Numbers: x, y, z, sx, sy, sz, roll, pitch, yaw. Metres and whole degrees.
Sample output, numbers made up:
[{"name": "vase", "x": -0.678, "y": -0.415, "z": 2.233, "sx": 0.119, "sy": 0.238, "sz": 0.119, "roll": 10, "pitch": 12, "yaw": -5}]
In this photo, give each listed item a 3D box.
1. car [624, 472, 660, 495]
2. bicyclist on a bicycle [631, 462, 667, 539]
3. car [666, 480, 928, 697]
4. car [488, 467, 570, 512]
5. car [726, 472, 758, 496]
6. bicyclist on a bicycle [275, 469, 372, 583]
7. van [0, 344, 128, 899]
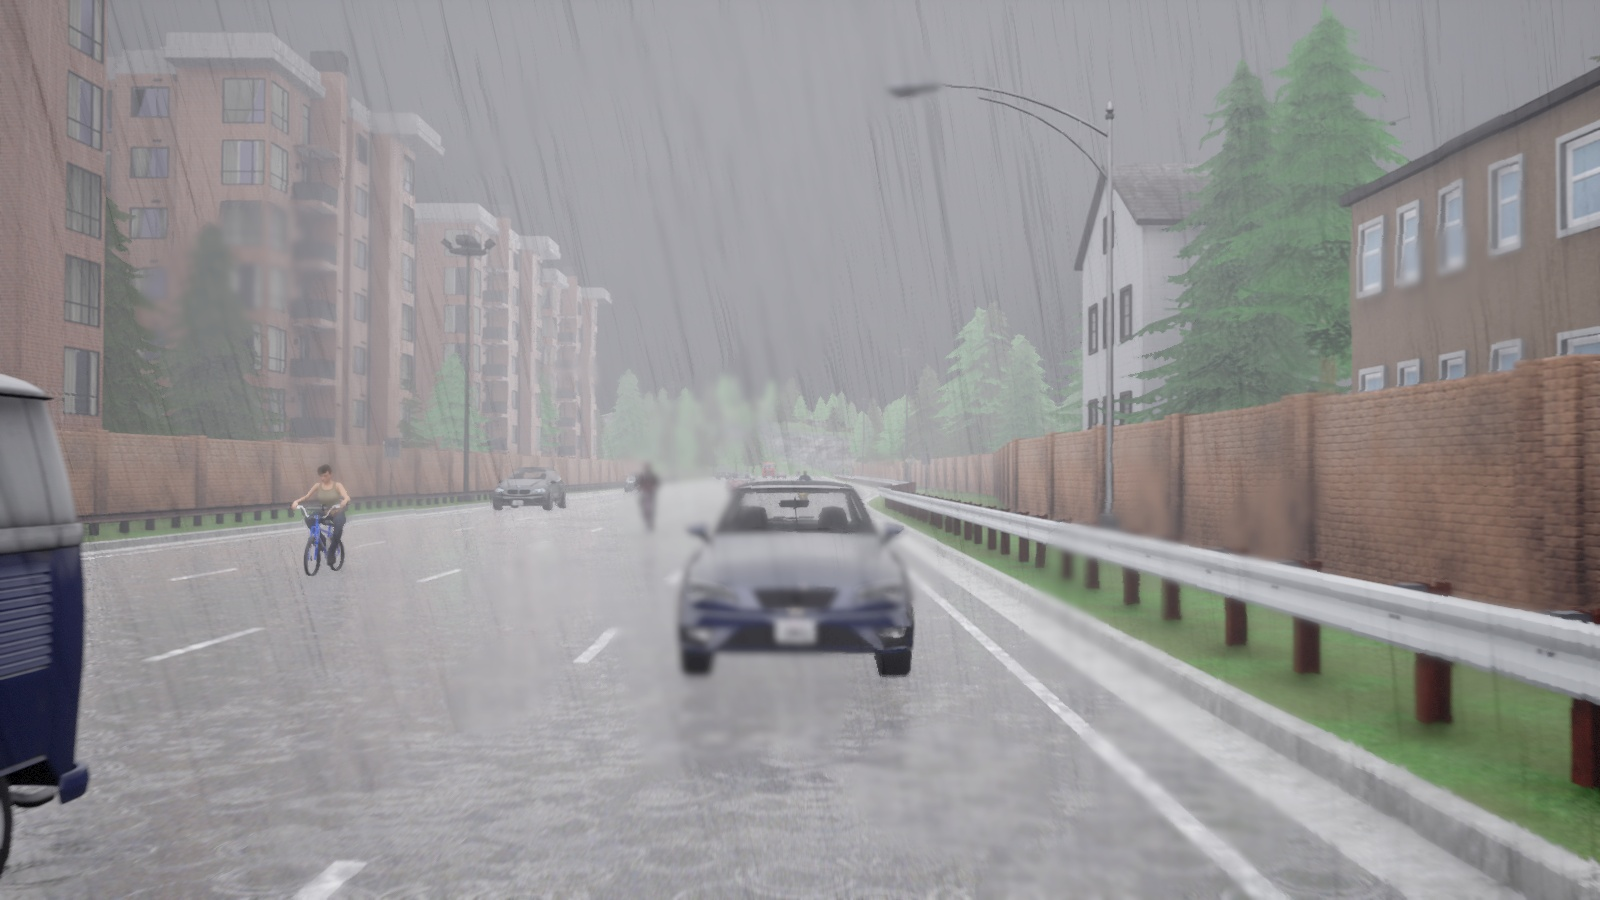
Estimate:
[{"name": "car", "x": -10.706, "y": 2.248, "z": 85.144, "sx": 1.970, "sy": 1.475, "sz": 3.806, "roll": 0, "pitch": -1, "yaw": 0}, {"name": "bicyclist on a bicycle", "x": -3.671, "y": 1.212, "z": 30.610, "sx": 0.659, "sy": 1.776, "sz": 1.843, "roll": -2, "pitch": -1, "yaw": -2}, {"name": "car", "x": -0.026, "y": 1.009, "z": 10.816, "sx": 1.816, "sy": 1.474, "sz": 4.193, "roll": 0, "pitch": -1, "yaw": 0}, {"name": "car", "x": -10.620, "y": 1.530, "z": 49.517, "sx": 2.242, "sy": 1.667, "sz": 4.611, "roll": 0, "pitch": -1, "yaw": 0}, {"name": "car", "x": -3.695, "y": 2.193, "z": 80.606, "sx": 1.845, "sy": 1.501, "sz": 3.633, "roll": 0, "pitch": -1, "yaw": 0}, {"name": "bicyclist on a bicycle", "x": -7.041, "y": 1.091, "z": 18.627, "sx": 0.866, "sy": 1.612, "sz": 1.509, "roll": 0, "pitch": -1, "yaw": 0}, {"name": "van", "x": -3.508, "y": 0.626, "z": 2.671, "sx": 1.775, "sy": 1.987, "sz": 4.442, "roll": 0, "pitch": -1, "yaw": 0}]
